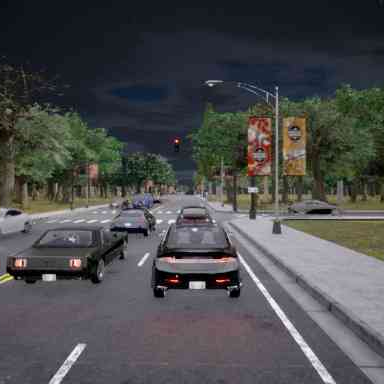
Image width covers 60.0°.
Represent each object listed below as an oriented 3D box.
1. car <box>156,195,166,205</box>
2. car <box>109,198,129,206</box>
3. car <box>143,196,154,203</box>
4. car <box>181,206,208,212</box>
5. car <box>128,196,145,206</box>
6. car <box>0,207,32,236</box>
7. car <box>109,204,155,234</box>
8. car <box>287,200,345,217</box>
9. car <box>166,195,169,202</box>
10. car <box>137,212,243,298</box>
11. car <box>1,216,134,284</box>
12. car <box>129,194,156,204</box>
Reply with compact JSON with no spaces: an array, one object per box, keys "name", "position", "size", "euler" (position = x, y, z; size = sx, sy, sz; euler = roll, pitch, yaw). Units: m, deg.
[{"name":"car","position":[-6.452,1.650,61.106],"size":[1.895,1.301,4.718],"euler":[0,0,0]},{"name":"car","position":[-9.753,1.521,44.931],"size":[2.128,1.511,4.902],"euler":[0,0,2]},{"name":"car","position":[-9.614,1.565,73.507],"size":[1.837,1.490,4.892],"euler":[0,0,0]},{"name":"car","position":[0.115,1.512,17.932],"size":[1.837,1.490,4.892],"euler":[0,0,0]},{"name":"car","position":[-9.721,1.536,58.379],"size":[2.128,1.511,4.902],"euler":[0,0,0]},{"name":"car","position":[-9.820,1.531,16.763],"size":[1.812,1.442,4.674],"euler":[0,0,0]},{"name":"car","position":[-3.137,1.571,18.333],"size":[1.994,1.385,4.181],"euler":[0,0,0]},{"name":"car","position":[11.117,1.490,29.991],"size":[4.902,1.511,2.128],"euler":[0,0,1]},{"name":"car","position":[-6.360,1.419,76.098],"size":[2.097,1.767,4.553],"euler":[0,0,0]},{"name":"car","position":[0.107,1.493,8.513],"size":[2.128,1.511,4.902],"euler":[0,0,0]},{"name":"car","position":[-3.139,1.603,9.578],"size":[1.895,1.301,4.718],"euler":[0,0,0]},{"name":"car","position":[-6.511,1.245,44.574],"size":[2.150,2.045,5.566],"euler":[0,1,0]}]
